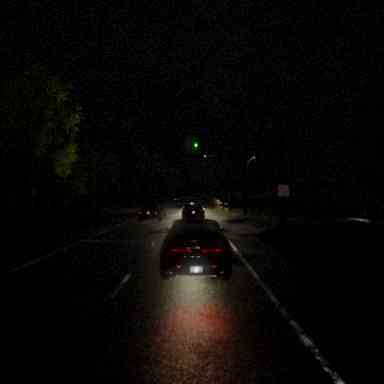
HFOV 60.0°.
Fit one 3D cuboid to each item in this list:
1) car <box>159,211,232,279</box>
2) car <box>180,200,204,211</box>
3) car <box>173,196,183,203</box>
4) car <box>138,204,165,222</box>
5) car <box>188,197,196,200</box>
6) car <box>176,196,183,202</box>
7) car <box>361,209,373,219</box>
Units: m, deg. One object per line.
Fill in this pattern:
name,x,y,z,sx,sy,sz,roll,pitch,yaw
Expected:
car,0.106,1.562,10.184,1.837,1.490,4.892,0,0,0
car,0.123,1.729,30.550,1.994,1.385,4.181,0,0,0
car,-3.440,1.930,78.069,2.128,1.511,4.902,0,0,0
car,-3.378,1.700,28.317,2.033,1.411,5.357,0,0,0
car,0.064,1.911,83.630,1.882,1.535,5.008,0,0,0
car,-3.430,1.978,92.883,1.837,1.490,4.892,0,0,0
car,18.903,1.997,32.491,4.181,1.385,1.994,1,-1,0
